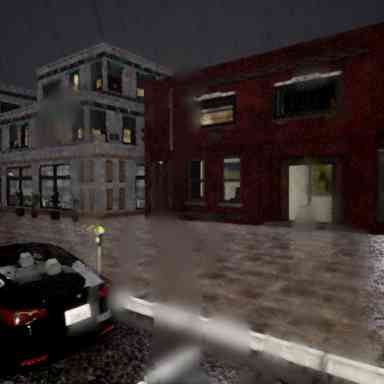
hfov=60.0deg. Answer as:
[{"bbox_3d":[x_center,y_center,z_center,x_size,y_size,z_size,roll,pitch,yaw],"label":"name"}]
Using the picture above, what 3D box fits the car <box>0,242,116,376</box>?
[{"bbox_3d":[-3.013,1.483,5.227,4.313,1.339,1.947,0,2,37],"label":"car"}]
